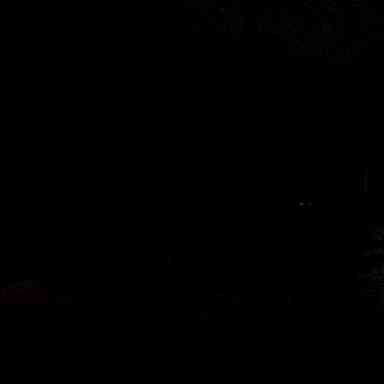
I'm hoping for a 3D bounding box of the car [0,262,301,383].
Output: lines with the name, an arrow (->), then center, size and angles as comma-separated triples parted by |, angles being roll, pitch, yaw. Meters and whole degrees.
car -> -1.186, 1.476, 2.839 | 5.008, 1.535, 1.882 | 0, 0, -36
